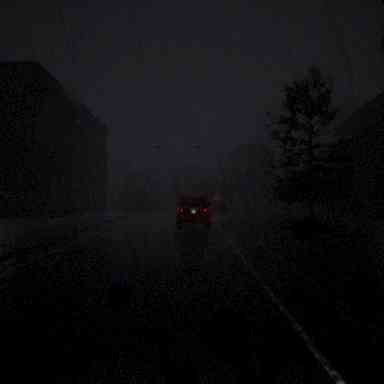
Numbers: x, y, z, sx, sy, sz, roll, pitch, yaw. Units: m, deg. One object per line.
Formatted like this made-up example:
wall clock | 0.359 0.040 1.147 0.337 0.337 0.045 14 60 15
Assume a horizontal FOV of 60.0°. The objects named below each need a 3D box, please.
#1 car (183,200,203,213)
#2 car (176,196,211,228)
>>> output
car | 0.109 1.675 39.298 2.128 1.511 4.902 0 -2 0
car | 0.105 1.248 22.481 2.150 2.045 5.566 0 0 0
